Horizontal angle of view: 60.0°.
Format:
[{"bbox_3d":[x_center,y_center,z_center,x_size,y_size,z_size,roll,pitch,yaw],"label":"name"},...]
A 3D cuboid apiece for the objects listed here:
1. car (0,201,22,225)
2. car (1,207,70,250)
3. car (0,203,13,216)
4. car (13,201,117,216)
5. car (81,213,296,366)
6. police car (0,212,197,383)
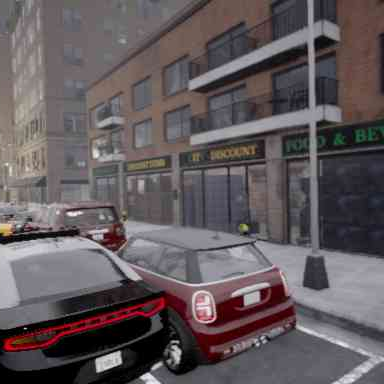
[{"bbox_3d":[-13.802,1.460,23.962,2.008,1.369,4.403,-2,1,-36],"label":"car"},{"bbox_3d":[-7.103,1.467,14.816,1.947,1.339,4.313,-2,1,-36],"label":"car"},{"bbox_3d":[-8.322,1.418,13.293,1.801,1.575,5.366,-2,1,-36],"label":"car"},{"bbox_3d":[-3.760,1.213,10.236,2.192,1.841,5.009,-2,1,-36],"label":"car"},{"bbox_3d":[-0.406,1.334,5.666,1.967,1.590,4.097,-2,1,-36],"label":"car"},{"bbox_3d":[-2.350,1.380,5.154,1.930,1.638,5.238,-2,1,-37],"label":"police car"}]
